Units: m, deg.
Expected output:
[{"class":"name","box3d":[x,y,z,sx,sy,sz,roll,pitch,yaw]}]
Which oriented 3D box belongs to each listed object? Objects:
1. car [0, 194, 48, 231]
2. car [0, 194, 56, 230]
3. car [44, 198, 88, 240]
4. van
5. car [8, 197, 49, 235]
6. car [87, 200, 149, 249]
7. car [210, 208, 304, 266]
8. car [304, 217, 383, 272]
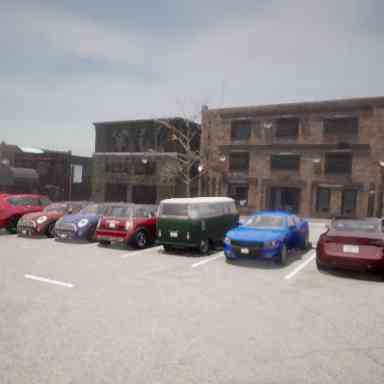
[{"class":"car","box3d":[-9.191,1.160,19.098,2.435,2.045,5.566,0,0,31]},{"class":"car","box3d":[-11.598,1.152,20.536,2.435,2.045,5.566,0,0,31]},{"class":"car","box3d":[-4.376,1.303,16.226,2.185,1.767,4.553,0,0,31]},{"class":"van","box3d":[0.481,1.221,13.425,1.878,1.987,4.442,0,0,31]},{"class":"car","box3d":[-6.783,1.295,17.664,2.185,1.767,4.553,0,0,31]},{"class":"car","box3d":[-2.002,1.312,14.735,2.185,1.767,4.553,0,0,31]},{"class":"car","box3d":[2.830,1.455,11.893,2.097,1.535,5.008,0,0,31]},{"class":"car","box3d":[5.249,1.493,10.476,2.163,1.488,4.792,0,0,31]}]
